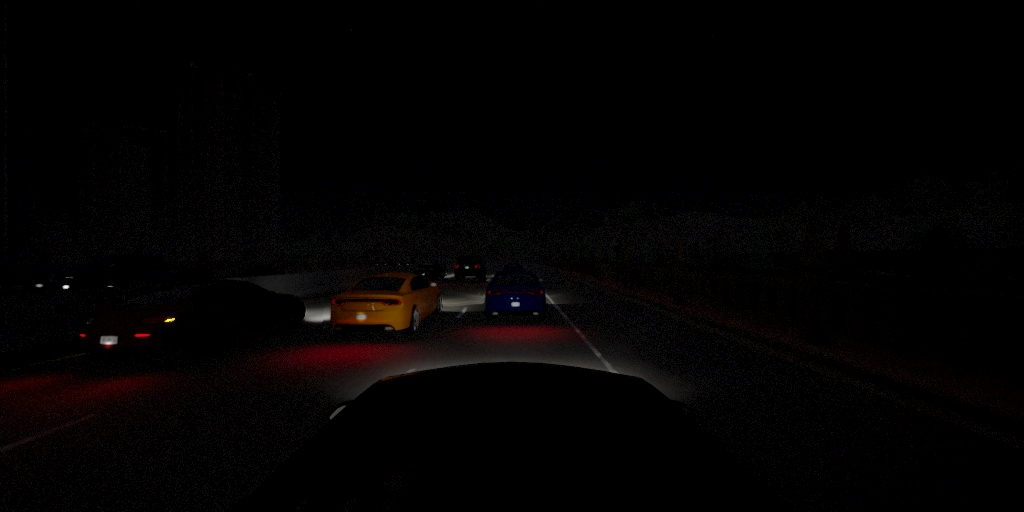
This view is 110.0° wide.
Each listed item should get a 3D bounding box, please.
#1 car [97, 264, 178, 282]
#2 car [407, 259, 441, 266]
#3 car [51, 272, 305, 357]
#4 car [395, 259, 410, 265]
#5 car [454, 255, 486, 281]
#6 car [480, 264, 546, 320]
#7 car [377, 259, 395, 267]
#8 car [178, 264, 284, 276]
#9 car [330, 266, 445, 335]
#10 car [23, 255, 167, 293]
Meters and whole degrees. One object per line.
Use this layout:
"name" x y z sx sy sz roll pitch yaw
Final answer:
"car" -17.602 1.289 18.863 2.033 1.411 5.357 0 0 0
"car" -6.902 1.232 30.395 2.128 1.511 4.902 0 0 0
"car" -6.900 1.272 8.439 1.812 1.442 4.674 0 0 0
"car" -17.536 1.229 60.259 1.882 1.535 5.008 0 0 1
"car" -3.403 0.963 29.722 2.150 2.045 5.566 0 0 0
"car" 0.099 1.224 12.703 1.882 1.535 5.008 0 0 0
"car" -21.029 1.228 60.103 1.882 1.535 5.008 0 0 1
"car" -14.100 1.220 18.793 1.882 1.535 5.008 0 0 0
"car" -3.401 1.224 10.575 1.882 1.535 5.008 0 0 0
"car" -21.101 0.962 18.763 2.150 2.045 5.566 0 0 0
